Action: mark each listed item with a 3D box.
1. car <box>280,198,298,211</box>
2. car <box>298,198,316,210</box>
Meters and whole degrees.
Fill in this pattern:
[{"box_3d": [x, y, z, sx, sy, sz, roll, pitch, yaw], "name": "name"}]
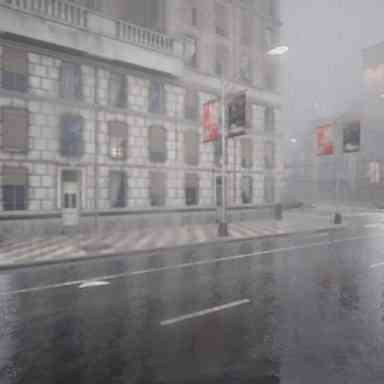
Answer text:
[{"box_3d": [10.165, 1.551, 40.154, 1.994, 1.385, 4.181, 0, 0, -36], "name": "car"}, {"box_3d": [13.219, 1.476, 41.909, 2.128, 1.511, 4.902, 0, 0, -37], "name": "car"}]
